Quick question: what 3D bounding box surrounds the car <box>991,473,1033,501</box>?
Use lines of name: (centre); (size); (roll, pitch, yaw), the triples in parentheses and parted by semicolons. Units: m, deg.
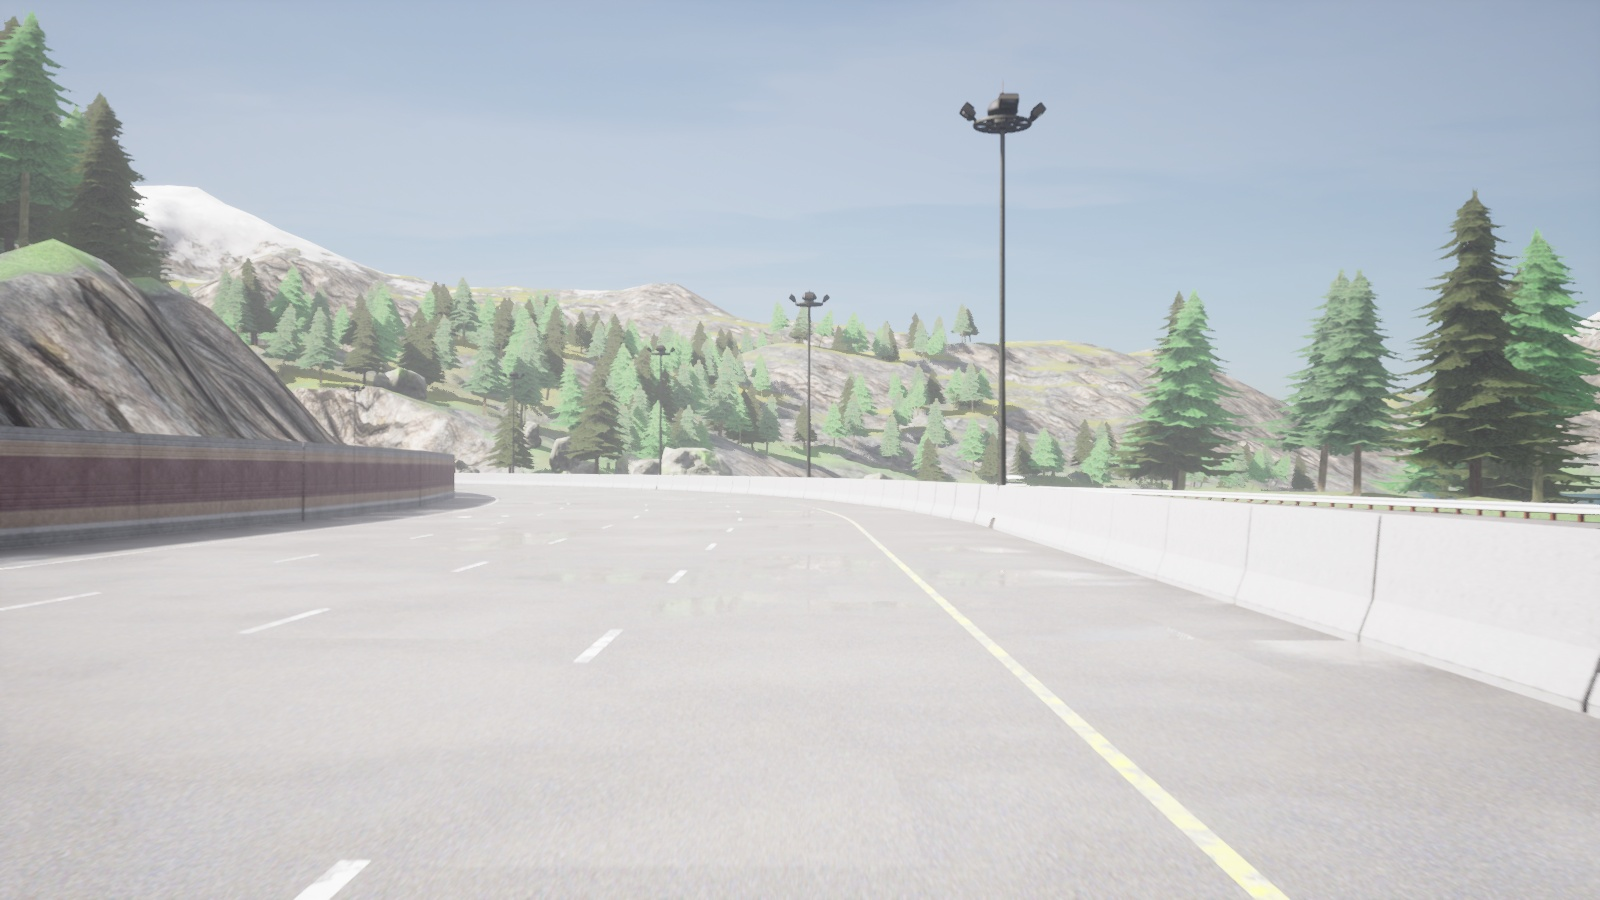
car: (11.045, 1.924, 65.624); (1.481, 1.376, 2.207); (0, -1, -11)
